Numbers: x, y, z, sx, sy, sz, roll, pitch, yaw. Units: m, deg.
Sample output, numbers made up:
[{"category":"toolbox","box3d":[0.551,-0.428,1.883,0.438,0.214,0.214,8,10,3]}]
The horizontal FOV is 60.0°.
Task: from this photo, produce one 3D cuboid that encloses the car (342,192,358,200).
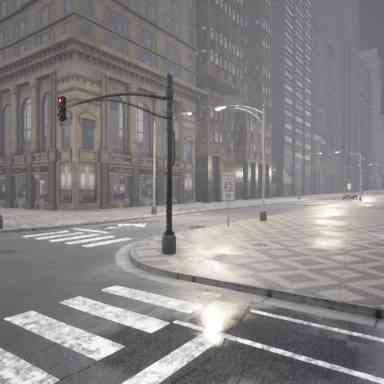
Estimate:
[{"category":"car","box3d":[28.286,0.715,59.476,1.895,1.301,4.718,0,1,35]}]
